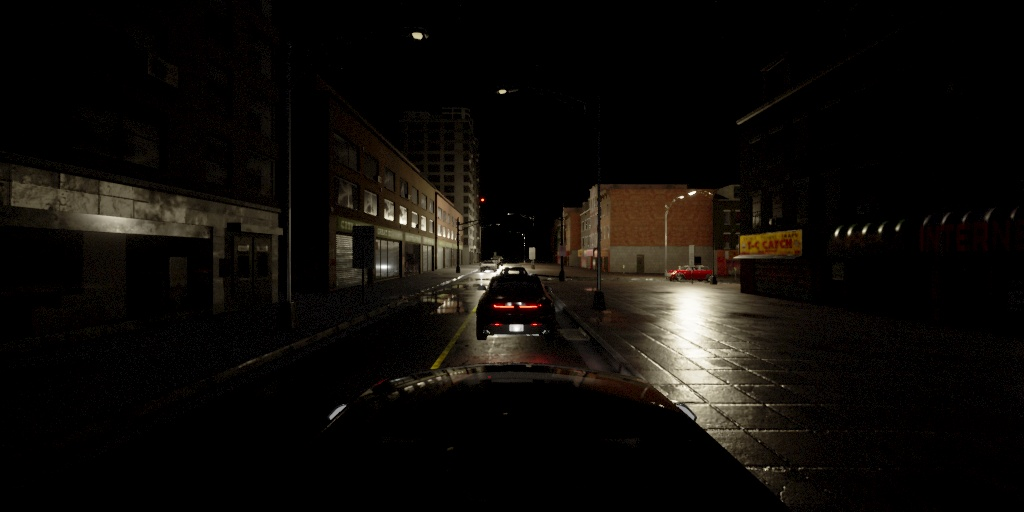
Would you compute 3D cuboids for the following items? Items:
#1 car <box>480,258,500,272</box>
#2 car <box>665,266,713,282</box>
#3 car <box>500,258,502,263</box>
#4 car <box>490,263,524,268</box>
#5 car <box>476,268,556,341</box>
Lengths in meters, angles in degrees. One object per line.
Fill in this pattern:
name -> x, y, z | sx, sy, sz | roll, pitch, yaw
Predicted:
car -> -2.887, 1.276, 45.070 | 1.812, 1.442, 4.674 | 0, 0, 1
car -> 16.336, 1.574, 33.113 | 4.097, 1.591, 1.967 | 0, 0, 0
car -> -2.886, 1.347, 54.888 | 1.895, 1.301, 4.718 | 0, 0, 0
car -> 0.095, 1.298, 19.527 | 2.033, 1.411, 5.357 | 0, 0, 0
car -> 0.086, 1.255, 9.916 | 1.837, 1.490, 4.892 | 0, 0, 0
